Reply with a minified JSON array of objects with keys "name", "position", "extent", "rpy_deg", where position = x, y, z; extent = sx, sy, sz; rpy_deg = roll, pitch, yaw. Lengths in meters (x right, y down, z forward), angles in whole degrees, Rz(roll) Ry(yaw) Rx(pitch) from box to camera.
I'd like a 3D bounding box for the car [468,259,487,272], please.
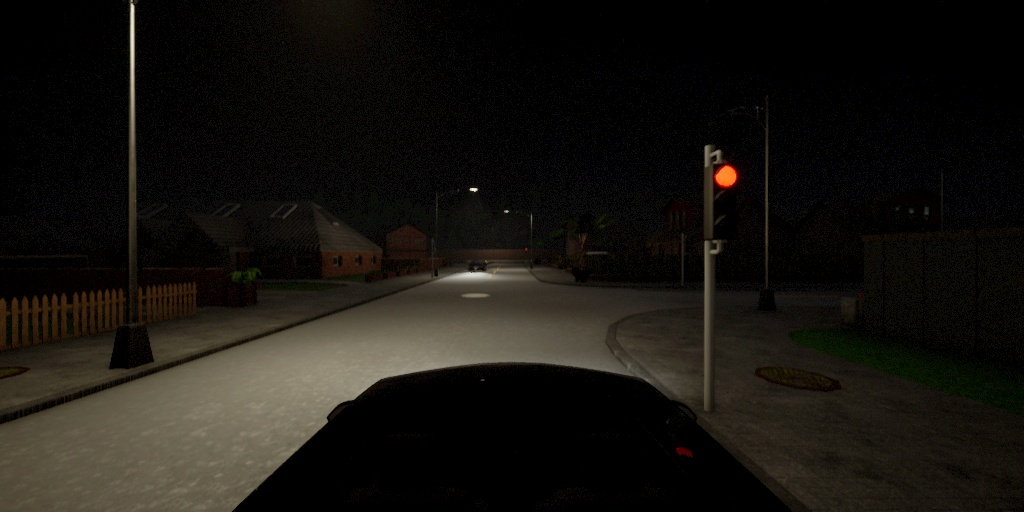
[{"name":"car","position":[-3.995,1.097,42.231],"extent":[2.128,1.511,4.902],"rpy_deg":[0,1,0]}]
